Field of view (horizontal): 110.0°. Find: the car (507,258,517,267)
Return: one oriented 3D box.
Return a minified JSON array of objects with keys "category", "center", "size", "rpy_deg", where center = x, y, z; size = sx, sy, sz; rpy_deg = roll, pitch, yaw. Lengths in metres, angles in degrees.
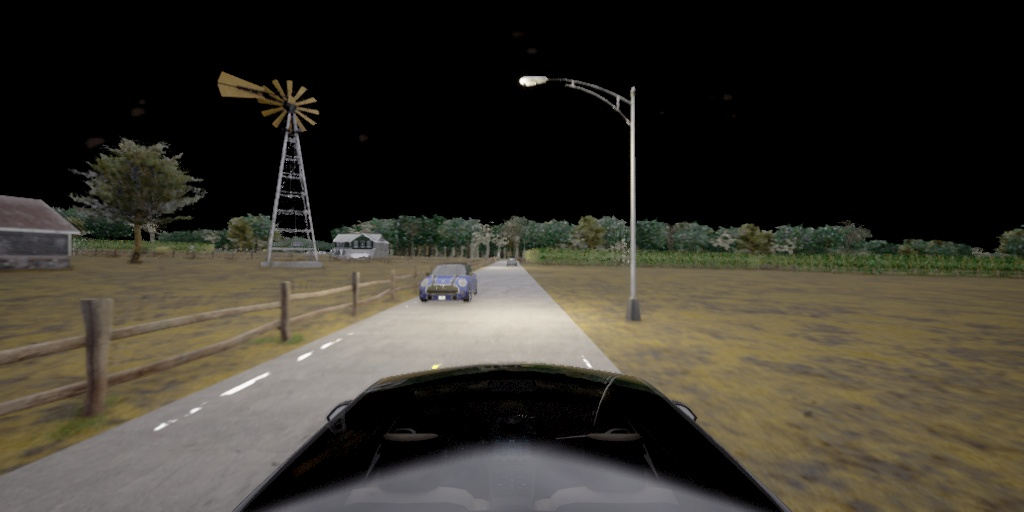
[{"category":"car","center":[-0.006,1.182,64.309],"size":[2.128,1.511,4.902],"rpy_deg":[0,0,0]}]

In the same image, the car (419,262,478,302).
[{"category":"car","center":[-2.806,1.092,16.695],"size":[2.097,1.767,4.553],"rpy_deg":[0,0,0]}]
